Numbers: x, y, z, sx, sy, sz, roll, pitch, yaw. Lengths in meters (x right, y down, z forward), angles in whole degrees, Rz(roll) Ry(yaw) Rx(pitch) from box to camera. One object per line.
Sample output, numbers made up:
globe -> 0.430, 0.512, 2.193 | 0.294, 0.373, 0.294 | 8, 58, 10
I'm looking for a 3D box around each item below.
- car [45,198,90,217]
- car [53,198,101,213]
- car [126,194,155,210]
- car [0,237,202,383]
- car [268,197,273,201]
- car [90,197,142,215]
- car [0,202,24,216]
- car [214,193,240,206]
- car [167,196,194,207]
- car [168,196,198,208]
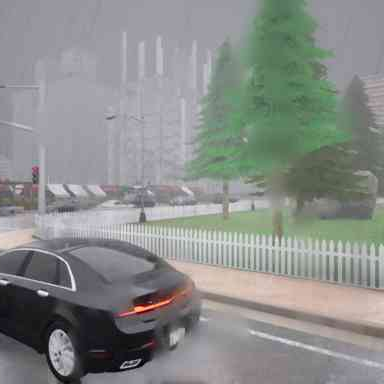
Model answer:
car -> -12.302, 1.491, 32.104 | 2.128, 1.511, 4.902 | 0, 0, 34
car -> -12.862, 1.478, 37.551 | 1.882, 1.535, 5.008 | 0, 0, 34
car -> -6.832, 1.221, 40.253 | 2.150, 2.045, 5.566 | 0, 0, 34
car -> -2.143, 1.505, 5.454 | 4.892, 1.490, 1.837 | 0, 0, 36
car -> 14.956, 1.564, 59.811 | 1.994, 1.385, 4.181 | 0, 0, 34
car -> -7.373, 1.526, 32.794 | 1.812, 1.442, 4.674 | 0, 0, 34
car -> -17.996, 1.601, 30.017 | 1.895, 1.301, 4.718 | 0, 0, 36
car -> 5.537, 1.221, 52.052 | 2.150, 2.045, 5.566 | 0, 0, 34
car -> -1.864, 1.505, 53.879 | 1.837, 1.490, 4.892 | 0, 0, 34
car -> -1.130, 1.352, 48.717 | 2.097, 1.767, 4.553 | 0, 0, 34
